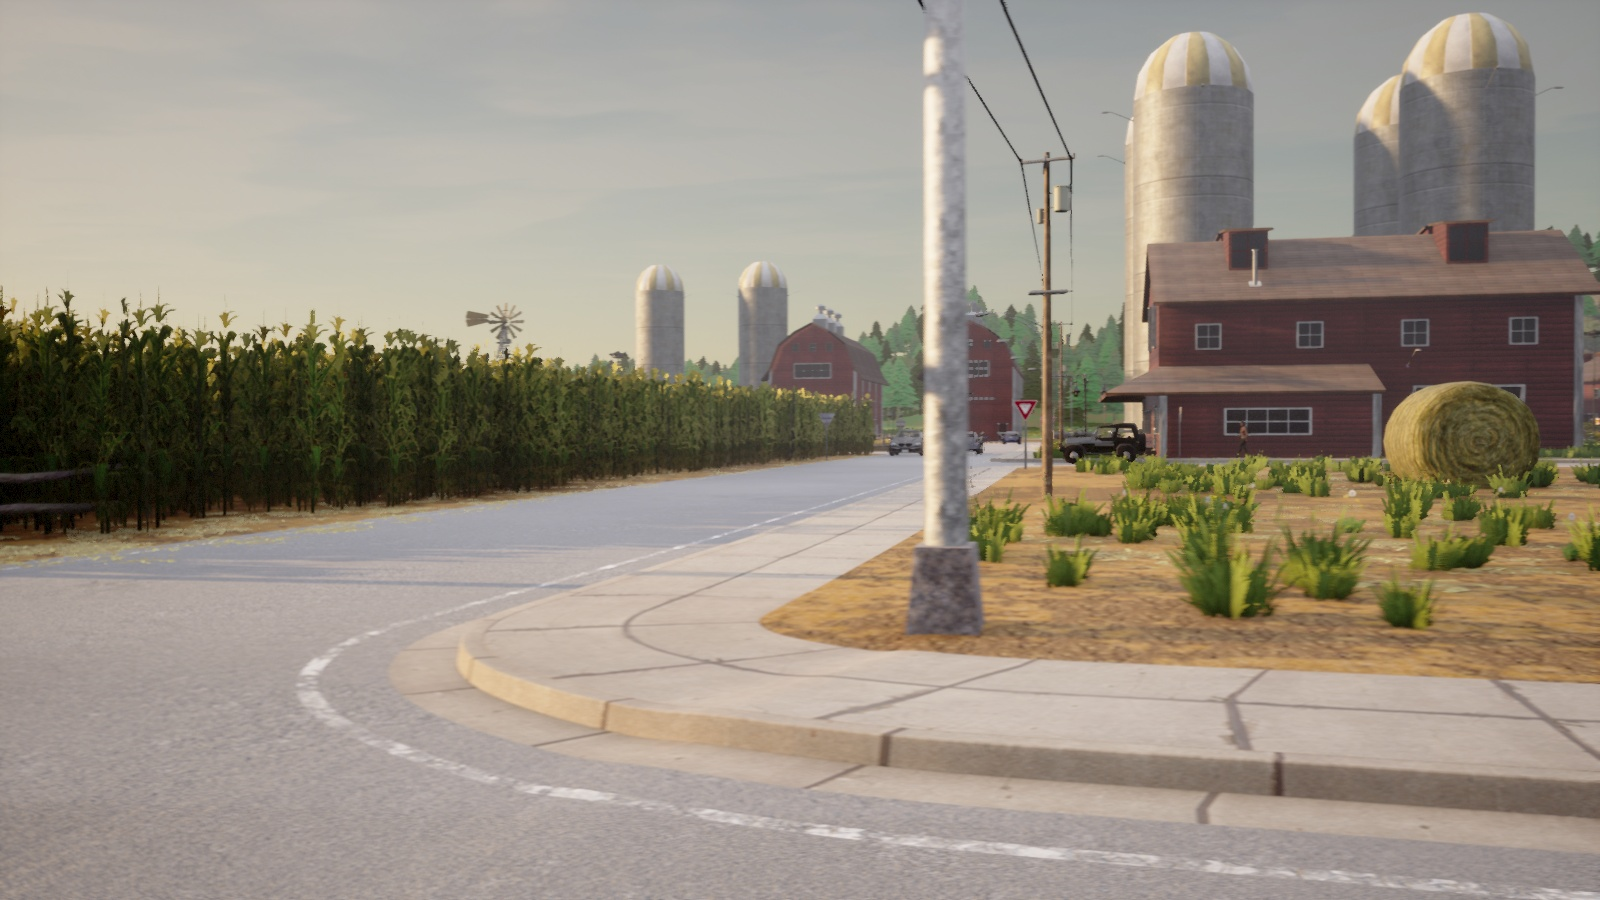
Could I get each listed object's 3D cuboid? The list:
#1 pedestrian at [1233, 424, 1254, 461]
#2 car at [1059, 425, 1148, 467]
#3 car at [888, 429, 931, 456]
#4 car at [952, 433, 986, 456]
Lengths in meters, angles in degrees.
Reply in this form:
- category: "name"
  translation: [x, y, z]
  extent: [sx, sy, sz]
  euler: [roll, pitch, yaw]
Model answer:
- category: "pedestrian"
  translation: [21.534, -0.353, 60.939]
  extent: [0.869, 1.805, 0.328]
  euler: [0, 1, 4]
- category: "car"
  translation: [13.802, -0.191, 57.275]
  extent: [3.866, 1.878, 1.905]
  euler: [0, 1, 12]
- category: "car"
  translation: [7.050, -0.494, 80.568]
  extent: [2.242, 1.667, 4.611]
  euler: [0, 1, 11]
- category: "car"
  translation: [11.298, -0.408, 83.882]
  extent: [1.970, 1.475, 3.806]
  euler: [0, 1, 12]
